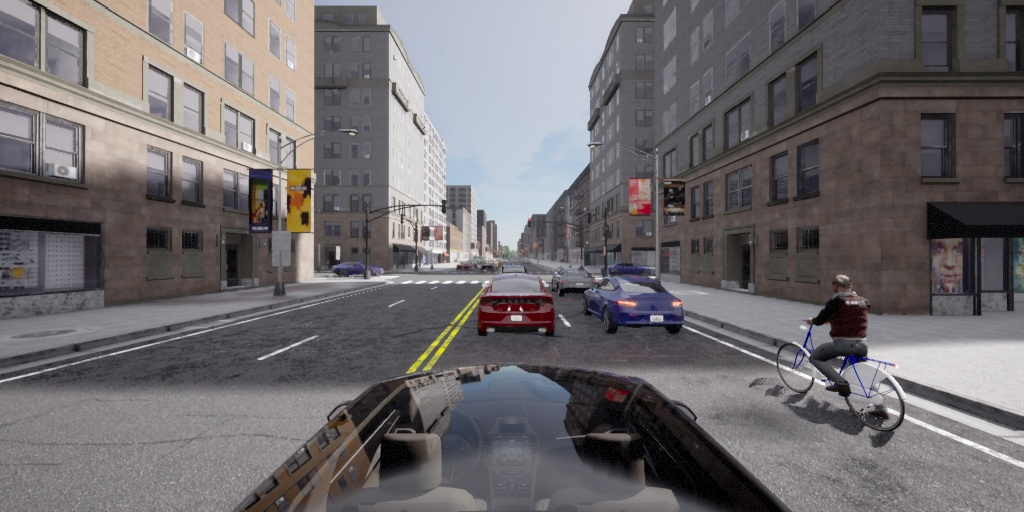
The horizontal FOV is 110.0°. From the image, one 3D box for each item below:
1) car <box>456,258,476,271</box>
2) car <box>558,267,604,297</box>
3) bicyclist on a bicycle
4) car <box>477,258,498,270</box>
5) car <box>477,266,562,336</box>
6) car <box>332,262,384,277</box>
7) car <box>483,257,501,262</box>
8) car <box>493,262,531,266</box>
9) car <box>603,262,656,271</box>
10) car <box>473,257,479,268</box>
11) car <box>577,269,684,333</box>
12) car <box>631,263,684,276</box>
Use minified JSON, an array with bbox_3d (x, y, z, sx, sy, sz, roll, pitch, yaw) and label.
[{"bbox_3d":[-6.608,1.366,50.356,1.895,1.301,4.718,0,0,0],"label":"car"},{"bbox_3d":[3.249,1.317,19.173,1.994,1.385,4.181,0,0,0],"label":"car"},{"bbox_3d":[4.146,1.121,4.711,0.659,1.776,1.843,0,0,0],"label":"bicyclist on a bicycle"},{"bbox_3d":[-3.347,1.366,50.404,1.895,1.301,4.718,0,0,0],"label":"car"},{"bbox_3d":[0.101,1.229,10.437,1.882,1.535,5.008,0,0,0],"label":"car"},{"bbox_3d":[-14.768,1.266,34.470,4.674,1.442,1.812,0,0,-3],"label":"car"},{"bbox_3d":[-3.338,1.246,59.796,1.882,1.535,5.008,0,0,0],"label":"car"},{"bbox_3d":[0.100,1.258,19.920,1.837,1.490,4.892,0,0,0],"label":"car"},{"bbox_3d":[10.939,1.312,34.215,4.674,1.442,1.812,0,0,0],"label":"car"},{"bbox_3d":[-6.591,1.273,59.458,1.837,1.490,4.892,0,0,0],"label":"car"},{"bbox_3d":[3.346,1.277,10.573,1.812,1.442,4.674,0,0,0],"label":"car"},{"bbox_3d":[15.048,1.409,37.146,4.718,1.301,1.895,0,0,1],"label":"car"}]
